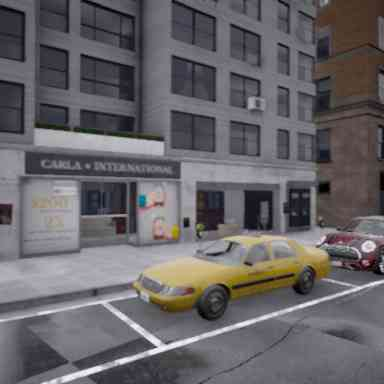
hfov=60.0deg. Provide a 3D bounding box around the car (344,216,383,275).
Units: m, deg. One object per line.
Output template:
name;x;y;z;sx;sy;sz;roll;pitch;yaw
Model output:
car;5.762;1.516;10.646;4.097;1.590;1.967;1;0;-36

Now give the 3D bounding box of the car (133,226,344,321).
car;1.125;1.561;7.337;4.829;1.417;1.752;0;0;-36
